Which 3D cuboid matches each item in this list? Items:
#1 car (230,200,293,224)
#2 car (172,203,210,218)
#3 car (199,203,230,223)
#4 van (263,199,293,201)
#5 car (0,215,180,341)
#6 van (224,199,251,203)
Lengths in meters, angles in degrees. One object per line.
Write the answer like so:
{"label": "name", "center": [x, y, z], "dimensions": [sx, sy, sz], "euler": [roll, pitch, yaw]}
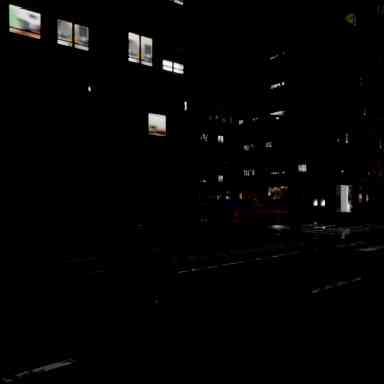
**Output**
{"label": "car", "center": [5.760, 1.723, 27.589], "dimensions": [1.882, 1.535, 5.008], "euler": [0, -1, -36]}
{"label": "car", "center": [-0.189, 1.941, 35.699], "dimensions": [1.994, 1.385, 4.181], "euler": [0, -1, -37]}
{"label": "car", "center": [1.799, 1.878, 28.655], "dimensions": [1.802, 1.307, 4.206], "euler": [-1, 0, -36]}
{"label": "van", "center": [8.541, 1.608, 33.569], "dimensions": [1.690, 1.788, 3.998], "euler": [-1, 0, -36]}
{"label": "car", "center": [-2.523, 1.352, 5.881], "dimensions": [4.553, 1.767, 2.097], "euler": [0, 0, -35]}
{"label": "van", "center": [5.228, 1.682, 38.086], "dimensions": [1.690, 1.788, 3.998], "euler": [-1, 0, -36]}
